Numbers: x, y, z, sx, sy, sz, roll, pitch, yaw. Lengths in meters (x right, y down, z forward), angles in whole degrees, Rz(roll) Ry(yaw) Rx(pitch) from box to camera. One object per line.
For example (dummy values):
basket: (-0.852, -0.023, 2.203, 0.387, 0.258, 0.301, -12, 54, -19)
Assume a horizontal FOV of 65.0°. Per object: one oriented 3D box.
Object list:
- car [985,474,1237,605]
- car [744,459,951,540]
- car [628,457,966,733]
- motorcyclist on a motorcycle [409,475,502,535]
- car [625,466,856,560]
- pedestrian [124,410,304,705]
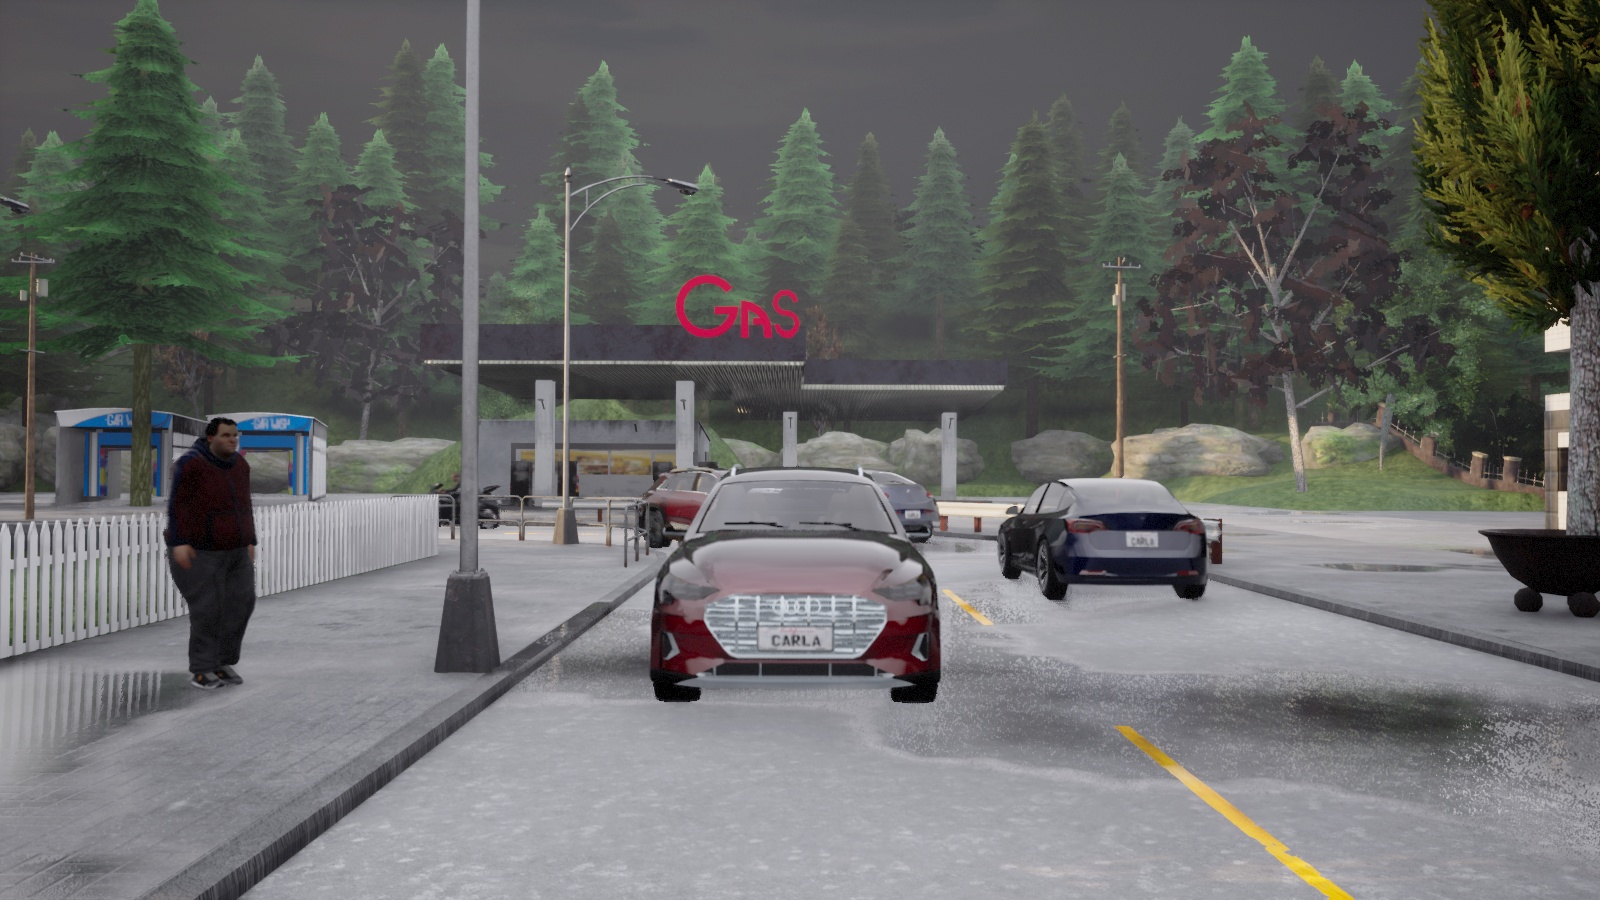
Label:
car: (3.949, 1.082, 16.905, 2.163, 1.488, 4.792, 0, -1, 0)
car: (0.956, 1.069, 28.481, 2.152, 1.651, 5.027, 0, -1, -34)
car: (-0.019, 0.912, 9.998, 2.033, 1.649, 4.856, 0, -1, 0)
motorcyclist on a motorcycle: (-8.987, 1.436, 32.824, 2.191, 1.530, 0.866, 0, -1, 4)
car: (-1.283, 1.162, 24.542, 2.033, 1.649, 4.856, 1, -2, -39)
pedestrian: (-3.877, 0.679, 8.329, 0.899, 1.844, 0.634, -1, -1, 23)
